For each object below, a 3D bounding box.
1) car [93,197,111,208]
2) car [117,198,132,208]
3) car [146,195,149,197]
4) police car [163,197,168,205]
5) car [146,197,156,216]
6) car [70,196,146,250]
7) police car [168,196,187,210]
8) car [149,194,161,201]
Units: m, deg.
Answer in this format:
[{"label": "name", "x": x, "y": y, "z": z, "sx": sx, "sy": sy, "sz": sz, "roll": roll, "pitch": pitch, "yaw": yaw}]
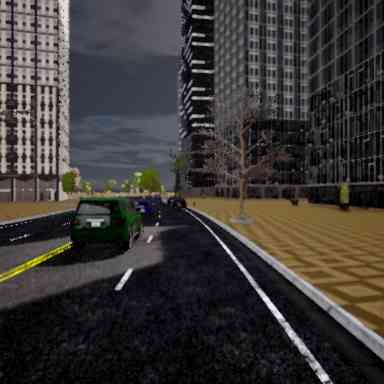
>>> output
[{"label": "car", "x": -13.410, "y": 1.507, "z": 49.808, "sx": 1.882, "sy": 1.535, "sz": 5.008, "roll": 0, "pitch": 0, "yaw": -8}, {"label": "car", "x": -10.224, "y": 1.626, "z": 50.555, "sx": 1.895, "sy": 1.301, "sz": 4.718, "roll": 0, "pitch": 0, "yaw": -8}, {"label": "car", "x": -11.974, "y": 1.448, "z": 93.223, "sx": 2.033, "sy": 1.411, "sz": 5.357, "roll": 0, "pitch": 0, "yaw": -15}, {"label": "police car", "x": -3.157, "y": 1.443, "z": 54.538, "sx": 1.930, "sy": 1.638, "sz": 5.238, "roll": 0, "pitch": 0, "yaw": -9}, {"label": "car", "x": -4.706, "y": 1.537, "z": 32.487, "sx": 1.812, "sy": 1.442, "sz": 4.674, "roll": 0, "pitch": 0, "yaw": -5}, {"label": "car", "x": -3.500, "y": 1.227, "z": 14.412, "sx": 2.150, "sy": 2.045, "sz": 5.566, "roll": 0, "pitch": 0, "yaw": -2}, {"label": "police car", "x": -1.787, "y": 1.437, "z": 44.471, "sx": 1.930, "sy": 1.638, "sz": 5.238, "roll": 0, "pitch": 0, "yaw": -7}, {"label": "car", "x": -8.232, "y": 1.241, "z": 77.356, "sx": 2.097, "sy": 1.767, "sz": 4.553, "roll": 0, "pitch": 0, "yaw": -13}]
